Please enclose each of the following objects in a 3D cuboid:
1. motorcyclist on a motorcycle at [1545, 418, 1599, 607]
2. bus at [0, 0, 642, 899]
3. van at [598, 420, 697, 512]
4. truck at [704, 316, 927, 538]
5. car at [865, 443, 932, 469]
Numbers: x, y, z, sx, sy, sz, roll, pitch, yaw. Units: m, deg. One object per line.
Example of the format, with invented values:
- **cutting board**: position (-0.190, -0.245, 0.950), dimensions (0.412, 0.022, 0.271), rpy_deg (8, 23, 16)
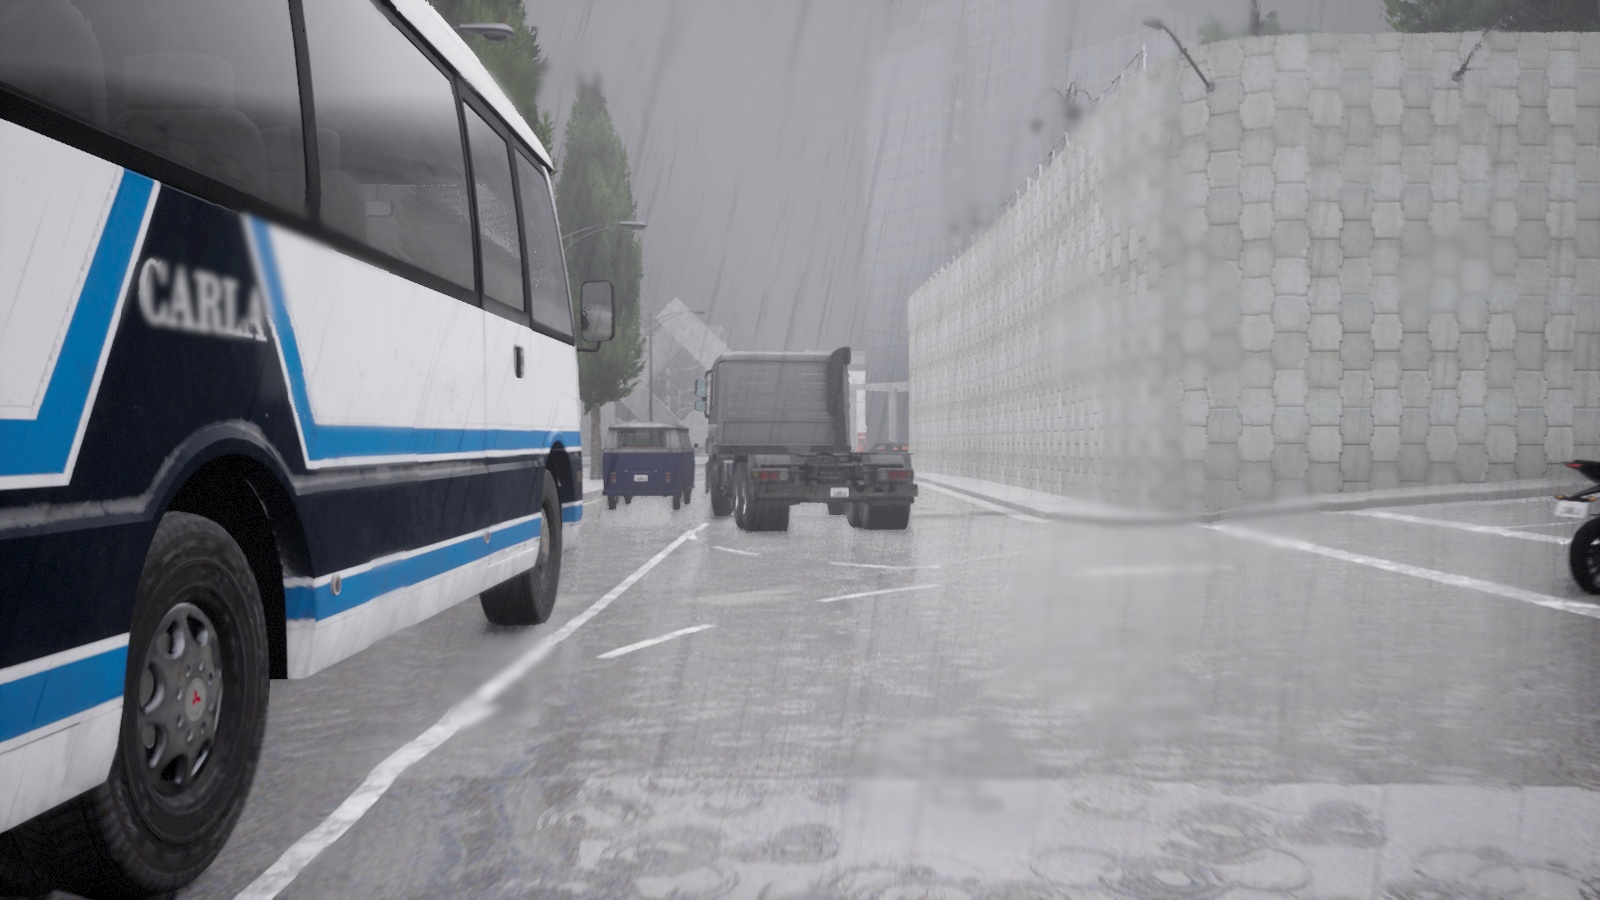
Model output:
- **motorcyclist on a motorcycle**: position (7.612, 0.442, 10.550), dimensions (2.191, 1.530, 0.866), rpy_deg (-5, 1, -8)
- **bus**: position (-3.495, -0.686, 6.818), dimensions (3.944, 4.253, 10.273), rpy_deg (-1, 1, 0)
- **van**: position (-3.478, 0.330, 29.434), dimensions (1.775, 1.987, 4.442), rpy_deg (0, 0, 0)
- **truck**: position (-0.038, -0.369, 23.720), dimensions (2.891, 3.462, 7.936), rpy_deg (0, 0, -9)
- **car**: position (5.815, 0.350, 73.877), dimensions (3.633, 1.501, 1.845), rpy_deg (0, 0, -37)
